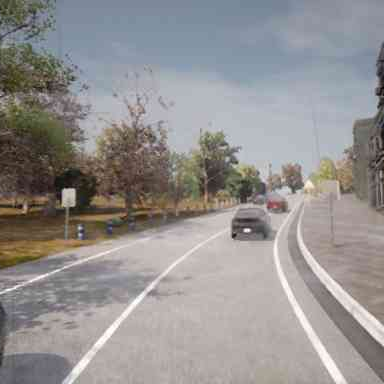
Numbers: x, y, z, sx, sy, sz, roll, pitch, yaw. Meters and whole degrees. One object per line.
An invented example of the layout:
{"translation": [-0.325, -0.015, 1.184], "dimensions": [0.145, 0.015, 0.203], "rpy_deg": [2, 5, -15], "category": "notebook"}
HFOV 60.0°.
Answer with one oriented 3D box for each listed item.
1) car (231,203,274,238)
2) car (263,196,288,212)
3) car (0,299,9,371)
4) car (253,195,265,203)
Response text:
{"translation": [3.334, 1.606, 18.440], "dimensions": [1.837, 1.490, 4.892], "rpy_deg": [-2, 0, 16], "category": "car"}
{"translation": [9.194, 1.262, 35.746], "dimensions": [1.882, 1.535, 5.008], "rpy_deg": [-1, 1, 20], "category": "car"}
{"translation": [-3.103, 1.502, 1.856], "dimensions": [1.837, 1.490, 4.892], "rpy_deg": [0, -1, 3], "category": "car"}
{"translation": [10.016, 1.189, 48.064], "dimensions": [1.994, 1.385, 4.181], "rpy_deg": [-1, 1, 20], "category": "car"}
